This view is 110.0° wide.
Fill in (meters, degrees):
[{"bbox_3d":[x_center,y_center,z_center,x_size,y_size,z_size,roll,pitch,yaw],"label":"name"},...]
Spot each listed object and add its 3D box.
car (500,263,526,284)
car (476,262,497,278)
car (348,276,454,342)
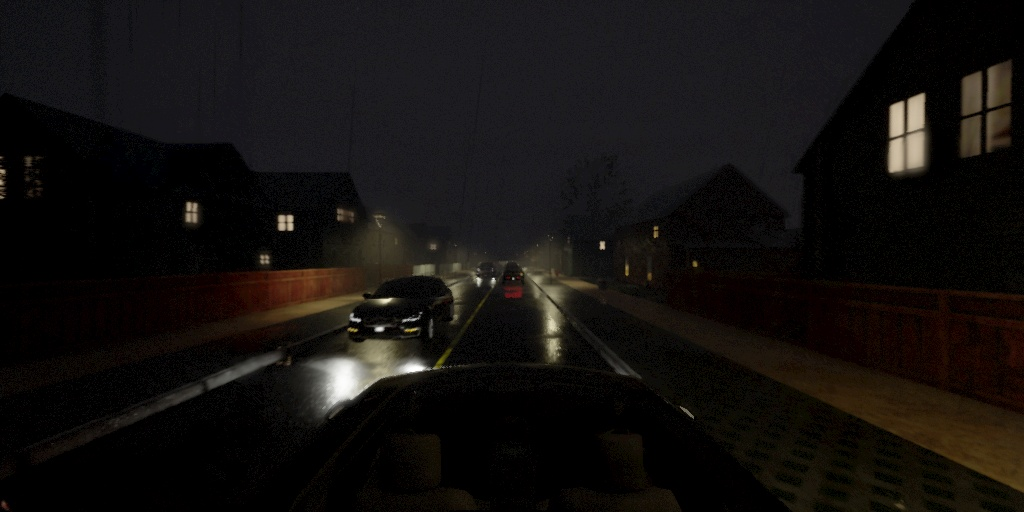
[{"bbox_3d":[0.102,1.561,30.483,1.837,1.490,4.892,0,-1,0],"label":"car"},{"bbox_3d":[-2.844,1.519,40.680,2.097,1.767,4.553,0,-1,0],"label":"car"},{"bbox_3d":[-2.839,1.345,10.133,1.837,1.490,4.892,0,-1,0],"label":"car"}]
